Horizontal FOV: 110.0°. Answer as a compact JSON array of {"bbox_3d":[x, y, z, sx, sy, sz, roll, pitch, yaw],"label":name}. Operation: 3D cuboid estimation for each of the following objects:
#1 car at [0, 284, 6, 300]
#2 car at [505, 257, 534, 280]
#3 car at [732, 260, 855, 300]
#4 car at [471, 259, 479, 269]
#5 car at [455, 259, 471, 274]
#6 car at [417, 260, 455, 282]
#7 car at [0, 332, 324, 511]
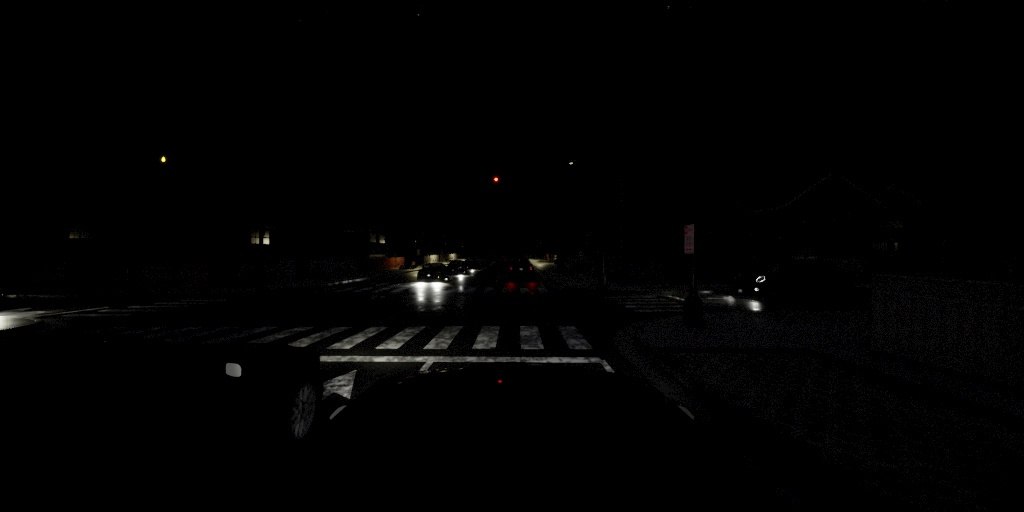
[{"bbox_3d":[-23.173,1.140,13.779,5.566,2.045,2.150,0,0,4],"label":"car"},{"bbox_3d":[0.694,1.033,30.210,2.097,1.767,4.553,0,0,0],"label":"car"},{"bbox_3d":[12.655,0.996,16.362,4.553,1.767,2.097,0,0,-1],"label":"car"},{"bbox_3d":[-5.748,1.059,49.439,2.033,1.411,5.357,0,1,2],"label":"car"},{"bbox_3d":[-5.949,1.165,38.795,1.812,1.442,4.674,0,0,1],"label":"car"},{"bbox_3d":[-6.126,1.250,28.503,1.994,1.385,4.181,0,0,1],"label":"car"},{"bbox_3d":[-3.152,1.227,2.210,1.882,1.535,5.008,0,0,1],"label":"car"}]
